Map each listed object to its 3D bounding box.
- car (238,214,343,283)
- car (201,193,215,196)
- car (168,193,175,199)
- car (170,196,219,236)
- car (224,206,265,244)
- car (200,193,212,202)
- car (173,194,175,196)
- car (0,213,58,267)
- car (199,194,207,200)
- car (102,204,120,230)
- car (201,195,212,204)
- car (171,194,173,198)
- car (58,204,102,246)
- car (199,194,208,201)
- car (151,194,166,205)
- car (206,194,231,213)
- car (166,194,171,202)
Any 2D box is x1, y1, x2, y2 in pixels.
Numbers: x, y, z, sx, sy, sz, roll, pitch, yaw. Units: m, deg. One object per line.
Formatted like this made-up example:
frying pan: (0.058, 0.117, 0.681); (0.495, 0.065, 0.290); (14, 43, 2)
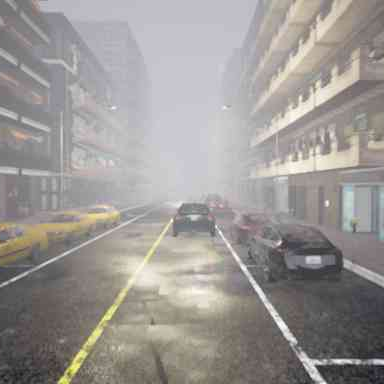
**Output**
car: (2.680, 1.526, 9.407); (1.947, 1.339, 4.313); (-1, 0, 0)
car: (2.679, 1.136, 43.389); (2.192, 1.841, 5.009); (-1, 0, 0)
car: (-5.694, 1.154, 94.228); (1.752, 1.417, 4.829); (-1, 0, 0)
car: (0.102, 1.276, 17.893); (2.097, 1.767, 4.553); (0, 0, 0)
car: (2.681, 1.518, 15.072); (1.802, 1.307, 4.206); (-1, 0, 0)
car: (2.680, 1.049, 66.045); (2.192, 1.841, 5.009); (-1, 0, 0)
car: (-5.695, 1.256, 77.407); (1.947, 1.339, 4.313); (-1, 0, 0)
car: (-5.701, 1.486, 9.271); (1.752, 1.417, 4.829); (-1, 0, 0)
car: (2.685, 1.236, 83.037); (1.947, 1.339, 4.313); (-1, 0, 0)
car: (-5.700, 1.438, 20.599); (1.752, 1.417, 4.829); (-1, 0, 0)
car: (2.683, 1.280, 60.551); (1.752, 1.417, 4.829); (-1, 0, 0)
car: (-5.697, 1.152, 71.743); (1.967, 1.590, 4.097); (-1, 0, 0)
car: (-5.700, 1.462, 14.935); (1.752, 1.417, 4.829); (-1, 0, 0)
car: (2.685, 1.257, 77.373); (1.947, 1.339, 4.313); (-1, 0, 0)
car: (-5.698, 1.303, 54.582); (1.752, 1.417, 4.829); (-1, 0, 0)
car: (2.680, 1.306, 32.062); (1.967, 1.590, 4.097); (-1, 0, 0)
car: (-5.697, 1.260, 65.909); (1.752, 1.417, 4.829); (-1, 0, 0)
